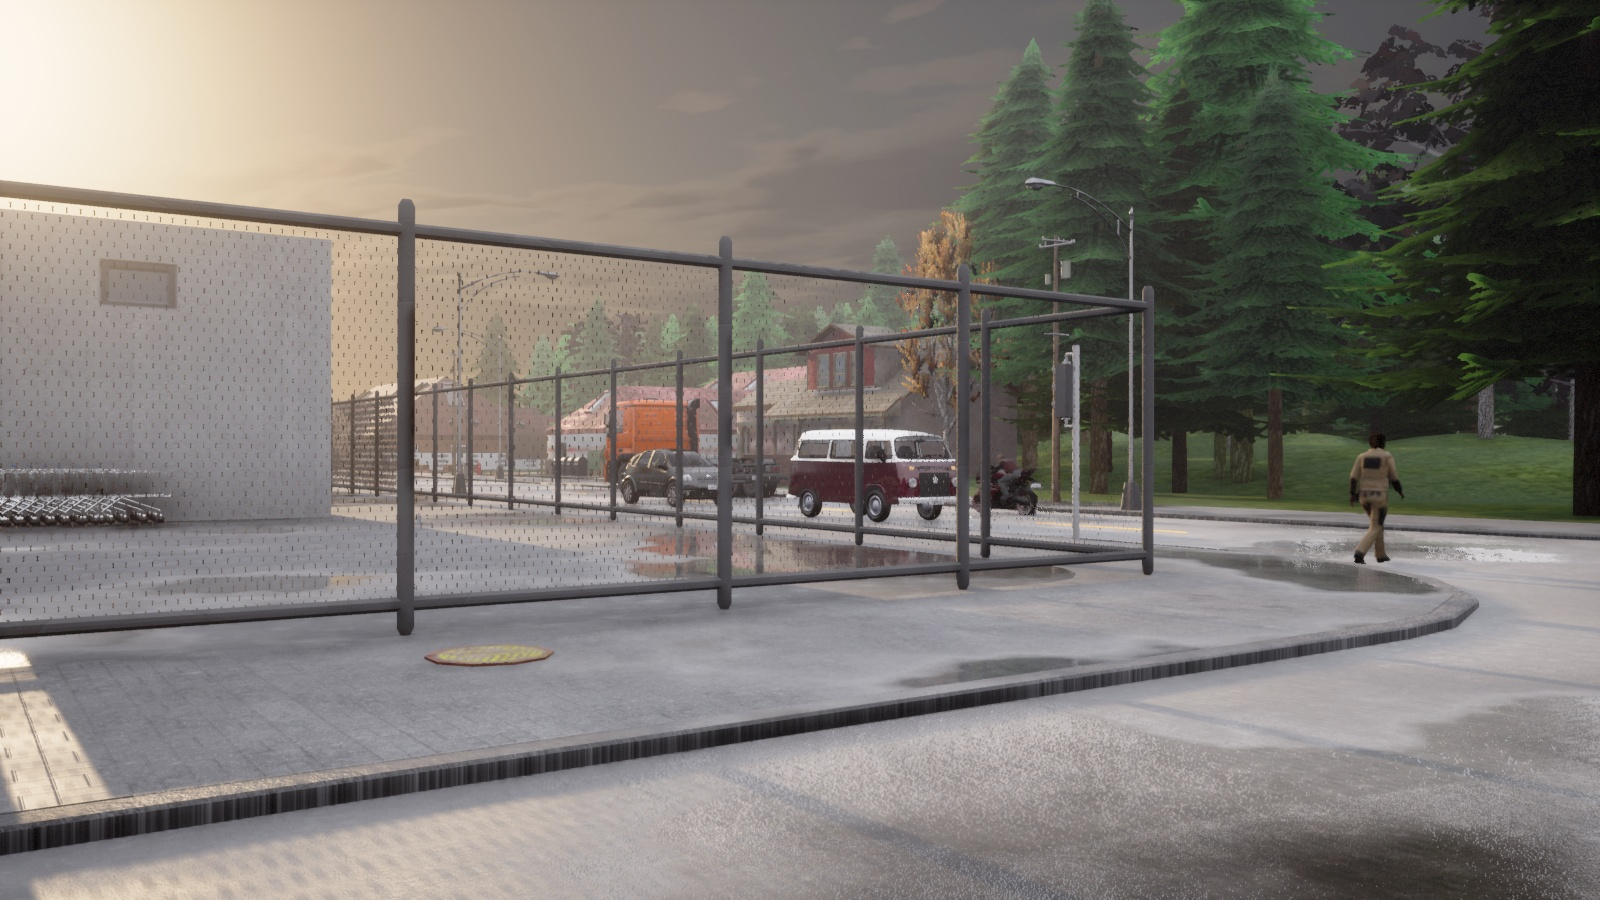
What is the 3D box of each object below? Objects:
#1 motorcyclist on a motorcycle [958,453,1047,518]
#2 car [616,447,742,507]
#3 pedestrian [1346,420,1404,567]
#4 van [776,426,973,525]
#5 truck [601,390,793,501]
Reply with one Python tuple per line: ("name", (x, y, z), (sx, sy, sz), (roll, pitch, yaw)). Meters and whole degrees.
("motorcyclist on a motorcycle", (4.925, 0.844, 30.733), (0.866, 1.530, 2.191), (0, 0, -35))
("car", (-3.518, 0.738, 35.892), (1.851, 1.617, 3.988), (0, 0, -35))
("pedestrian", (7.699, 0.569, 16.812), (0.692, 1.930, 0.396), (0, 0, -35))
("van", (1.591, 0.534, 28.441), (2.069, 2.038, 4.480), (0, 0, -36))
("truck", (-3.727, -0.123, 43.236), (2.891, 3.462, 7.936), (0, 0, -36))
